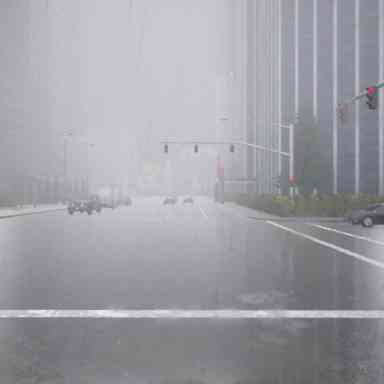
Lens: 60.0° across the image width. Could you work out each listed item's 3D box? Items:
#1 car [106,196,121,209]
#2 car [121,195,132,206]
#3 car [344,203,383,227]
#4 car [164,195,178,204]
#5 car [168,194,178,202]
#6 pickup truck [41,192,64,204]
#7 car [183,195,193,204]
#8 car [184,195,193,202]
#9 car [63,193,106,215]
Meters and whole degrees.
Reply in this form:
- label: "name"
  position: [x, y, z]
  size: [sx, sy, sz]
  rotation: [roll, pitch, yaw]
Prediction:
- label: "car"
  position: [-11.176, 1.564, 44.316]
  size: [1.994, 1.385, 4.181]
  rotation: [0, 0, -1]
- label: "car"
  position: [-11.251, 1.352, 54.523]
  size: [2.097, 1.767, 4.553]
  rotation: [0, 0, -1]
- label: "car"
  position: [12.630, 1.505, 21.981]
  size: [4.892, 1.490, 1.837]
  rotation: [0, 0, 0]
- label: "car"
  position: [-4.114, 1.527, 61.753]
  size: [1.812, 1.442, 4.674]
  rotation: [0, -1, 0]
- label: "car"
  position: [-4.336, 1.355, 75.253]
  size: [2.097, 1.767, 4.553]
  rotation: [0, 0, 0]
- label: "pickup truck"
  position: [-24.331, 1.059, 59.937]
  size: [2.390, 2.098, 6.274]
  rotation: [0, 0, 30]
- label: "car"
  position: [-0.754, 1.526, 65.241]
  size: [1.812, 1.442, 4.674]
  rotation: [0, 0, 0]
- label: "car"
  position: [-0.841, 1.387, 75.492]
  size: [1.882, 1.535, 5.008]
  rotation: [0, 0, 0]
- label: "car"
  position: [-11.091, 1.221, 34.787]
  size: [2.150, 2.045, 5.566]
  rotation: [0, 0, -1]
